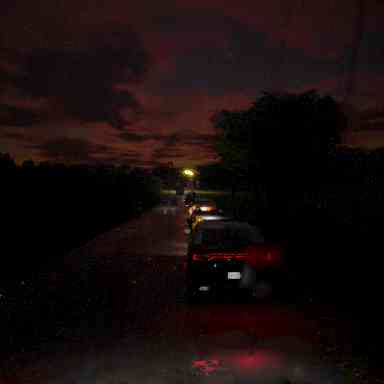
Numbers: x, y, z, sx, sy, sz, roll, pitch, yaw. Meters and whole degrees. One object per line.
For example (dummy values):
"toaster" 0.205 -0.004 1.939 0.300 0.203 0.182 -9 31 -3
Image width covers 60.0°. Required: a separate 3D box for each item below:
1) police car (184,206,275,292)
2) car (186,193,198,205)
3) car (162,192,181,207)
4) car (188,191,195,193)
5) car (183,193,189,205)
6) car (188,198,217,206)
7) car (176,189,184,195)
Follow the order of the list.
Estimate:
"police car" 0.816 1.402 9.040 1.930 1.638 5.238 0 0 0
"car" 0.801 1.211 24.901 2.097 1.767 4.553 0 1 0
"car" -2.890 1.097 43.847 2.128 1.511 4.902 0 1 0
"car" -0.061 0.574 65.745 2.033 1.411 5.357 0 2 0
"car" -0.003 1.150 46.640 1.895 1.301 4.718 0 1 1
"car" 0.807 1.368 19.120 1.801 1.575 5.366 0 1 0
"car" -2.823 0.047 77.777 1.882 1.535 5.008 0 2 0
